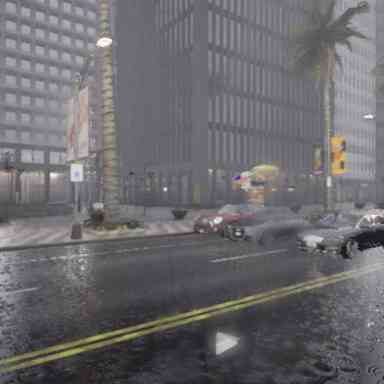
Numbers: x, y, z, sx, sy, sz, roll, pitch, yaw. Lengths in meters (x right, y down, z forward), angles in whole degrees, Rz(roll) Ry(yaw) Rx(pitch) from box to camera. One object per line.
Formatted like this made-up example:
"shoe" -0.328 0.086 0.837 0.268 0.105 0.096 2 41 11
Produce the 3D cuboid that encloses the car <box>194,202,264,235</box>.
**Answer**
"car" 2.309 1.374 18.022 4.553 1.767 2.185 0 0 -36

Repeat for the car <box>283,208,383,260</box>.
"car" 6.016 1.513 12.688 4.902 1.511 2.128 0 0 -36

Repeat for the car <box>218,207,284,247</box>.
"car" 3.558 1.584 15.226 4.181 1.385 1.994 0 0 -36
